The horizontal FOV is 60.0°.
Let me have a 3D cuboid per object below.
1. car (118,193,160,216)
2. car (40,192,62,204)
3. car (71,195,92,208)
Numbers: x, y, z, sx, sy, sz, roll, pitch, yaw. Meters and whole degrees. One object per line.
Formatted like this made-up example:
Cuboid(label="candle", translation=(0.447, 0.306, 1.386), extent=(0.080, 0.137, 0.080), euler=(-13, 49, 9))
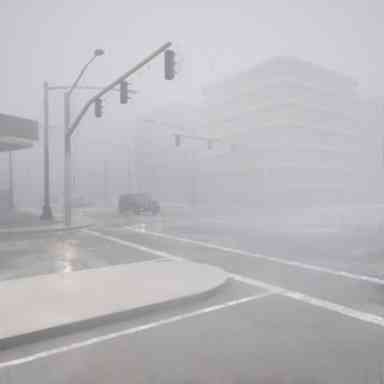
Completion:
Cuboid(label="car", translation=(-5.240, 1.109, 32.149), extent=(2.150, 2.045, 5.566), euler=(-1, 0, -36))
Cuboid(label="car", translation=(-25.955, 1.220, 60.389), extent=(2.150, 2.045, 5.566), euler=(-1, 0, -36))
Cuboid(label="car", translation=(-15.436, 1.491, 45.985), extent=(1.895, 1.301, 4.718), euler=(-1, 0, -37))
